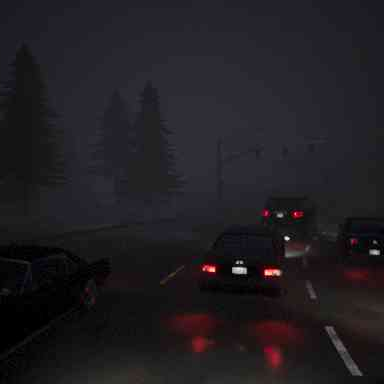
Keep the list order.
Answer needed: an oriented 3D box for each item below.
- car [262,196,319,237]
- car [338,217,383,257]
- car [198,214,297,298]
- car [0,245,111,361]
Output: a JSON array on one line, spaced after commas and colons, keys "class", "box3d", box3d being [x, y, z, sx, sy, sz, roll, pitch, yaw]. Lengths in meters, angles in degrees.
[{"class": "car", "box3d": [5.482, 1.218, 18.222, 2.150, 2.045, 5.566, 0, 0, 28]}, {"class": "car", "box3d": [6.554, 1.599, 12.486, 1.895, 1.301, 4.718, 0, 0, 22]}, {"class": "car", "box3d": [1.545, 1.545, 8.773, 2.033, 1.411, 5.357, 0, 0, 15]}, {"class": "car", "box3d": [-3.025, 1.598, 5.101, 1.895, 1.301, 4.718, 0, 0, 10]}]
